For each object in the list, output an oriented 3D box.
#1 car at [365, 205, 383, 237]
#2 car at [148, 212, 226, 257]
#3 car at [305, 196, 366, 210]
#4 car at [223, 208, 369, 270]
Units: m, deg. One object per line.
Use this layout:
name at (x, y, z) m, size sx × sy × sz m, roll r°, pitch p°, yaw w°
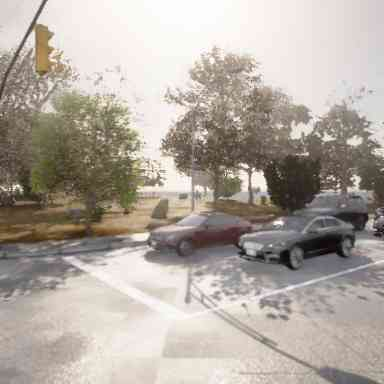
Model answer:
car at (11.051, 1.522, 17.065) m, size 4.892 × 1.490 × 1.837 m, roll 0°, pitch 0°, yaw -38°
car at (0.496, 1.544, 13.210) m, size 4.674 × 1.442 × 1.812 m, roll 0°, pitch 0°, yaw -38°
car at (8.059, 1.243, 19.152) m, size 5.566 × 2.045 × 2.150 m, roll 0°, pitch 0°, yaw -38°
car at (3.668, 1.505, 11.227) m, size 4.902 × 1.511 × 2.128 m, roll 0°, pitch 0°, yaw -38°
